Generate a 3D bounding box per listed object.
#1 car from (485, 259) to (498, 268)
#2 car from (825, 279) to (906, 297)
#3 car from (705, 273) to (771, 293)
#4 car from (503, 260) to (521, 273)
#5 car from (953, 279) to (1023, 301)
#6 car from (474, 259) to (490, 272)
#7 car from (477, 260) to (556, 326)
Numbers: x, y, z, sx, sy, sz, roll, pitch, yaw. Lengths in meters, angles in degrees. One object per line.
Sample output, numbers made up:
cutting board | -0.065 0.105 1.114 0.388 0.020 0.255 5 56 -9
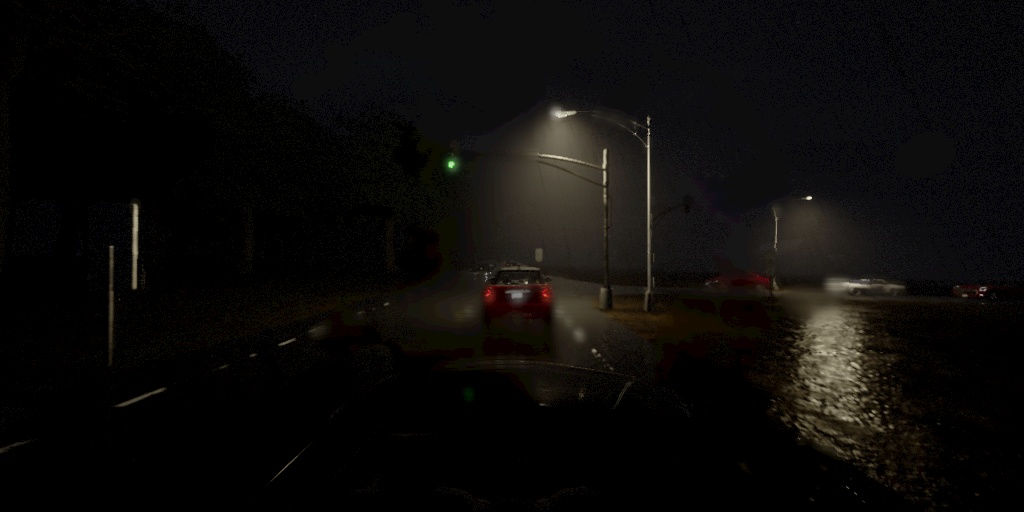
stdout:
car | -3.669 1.266 65.138 2.128 1.511 4.902 0 0 0
car | 27.444 2.462 27.945 4.718 1.301 1.895 2 -1 0
car | 17.566 2.030 27.897 4.674 1.442 1.812 2 -1 -1
car | -0.014 1.252 44.811 2.128 1.511 4.902 0 0 0
car | 37.584 2.586 27.971 4.553 1.767 2.097 2 -1 0
car | -3.694 1.324 45.406 1.994 1.385 4.181 0 0 0
car | 0.284 1.132 11.988 2.097 1.767 4.553 0 0 3
